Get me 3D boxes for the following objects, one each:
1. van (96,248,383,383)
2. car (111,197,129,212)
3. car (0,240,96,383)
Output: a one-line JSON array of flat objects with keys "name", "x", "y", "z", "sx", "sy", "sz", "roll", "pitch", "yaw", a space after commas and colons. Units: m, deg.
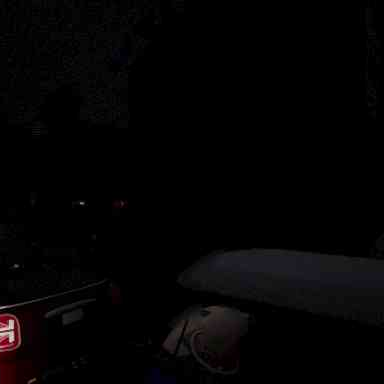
[{"name": "van", "x": 1.494, "y": 1.341, "z": 1.753, "sx": 3.998, "sy": 1.788, "sz": 1.690, "roll": 0, "pitch": 0, "yaw": 35}, {"name": "car", "x": -6.700, "y": 1.296, "z": 36.885, "sx": 2.097, "sy": 1.767, "sz": 4.553, "roll": -1, "pitch": 0, "yaw": 35}, {"name": "car", "x": -2.935, "y": 1.441, "z": 4.908, "sx": 4.097, "sy": 1.590, "sz": 1.967, "roll": 0, "pitch": 0, "yaw": 35}]
